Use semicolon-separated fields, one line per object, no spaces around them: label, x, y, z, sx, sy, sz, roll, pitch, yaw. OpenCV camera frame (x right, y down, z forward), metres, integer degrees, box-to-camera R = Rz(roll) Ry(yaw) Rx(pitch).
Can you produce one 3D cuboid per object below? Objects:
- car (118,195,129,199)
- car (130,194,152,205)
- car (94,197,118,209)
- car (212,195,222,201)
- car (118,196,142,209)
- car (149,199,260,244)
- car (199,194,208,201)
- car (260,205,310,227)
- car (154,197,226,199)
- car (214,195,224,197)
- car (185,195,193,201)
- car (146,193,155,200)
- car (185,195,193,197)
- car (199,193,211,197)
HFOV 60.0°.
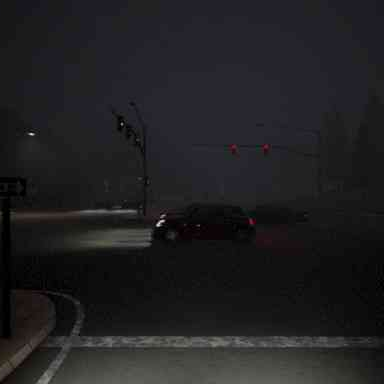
car;-11.876;1.525;53.868;1.812;1.442;4.674;0;0;-1
car;-8.391;1.547;54.741;2.033;1.411;5.357;0;0;-1
car;-11.752;1.601;44.967;1.895;1.301;4.718;0;0;-1
car;6.267;1.481;83.583;2.128;1.511;4.902;0;0;-1
car;-8.253;1.601;45.096;1.895;1.301;4.718;0;0;-1
car;0.521;1.352;15.170;4.553;1.767;2.097;0;0;0
car;2.767;1.319;83.515;2.097;1.767;4.553;0;0;-1
car;4.965;1.547;22.202;5.357;1.411;2.033;0;0;0
car;0.331;1.352;18.670;4.553;1.767;2.097;0;0;0
car;6.419;1.524;73.508;1.812;1.442;4.674;0;0;-1
car;-0.732;1.504;83.467;1.994;1.385;4.181;0;0;-1
car;-8.497;1.221;65.447;2.150;2.045;5.566;0;0;0
car;-0.575;1.478;73.028;1.882;1.535;5.008;0;0;-1
car;2.927;1.225;72.992;2.150;2.045;5.566;0;0;-1
